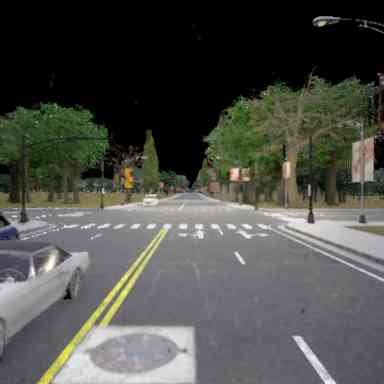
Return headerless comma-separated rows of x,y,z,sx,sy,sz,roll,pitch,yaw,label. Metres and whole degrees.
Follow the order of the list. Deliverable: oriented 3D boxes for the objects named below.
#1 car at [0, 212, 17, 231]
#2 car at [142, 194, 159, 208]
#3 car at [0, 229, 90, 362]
-6.580,1.351,8.873,2.097,1.767,4.553,0,0,0,car
-6.504,1.440,52.201,2.150,2.045,5.566,0,1,0,car
-3.342,1.599,5.631,1.895,1.301,4.718,0,0,0,car
